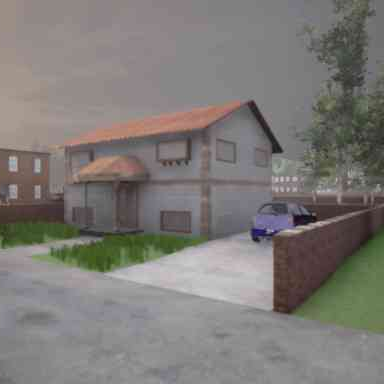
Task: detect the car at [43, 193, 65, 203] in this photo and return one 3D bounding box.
[{"bbox_3d":[-10.315,0.982,26.008,3.866,1.878,1.905,0,0,36],"label":"car"}]

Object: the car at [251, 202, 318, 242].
[{"bbox_3d":[3.800,1.136,13.168,1.845,1.501,3.633,0,0,36],"label":"car"}]
